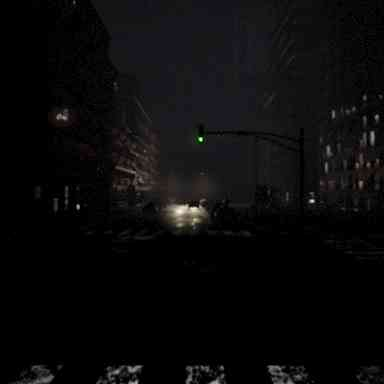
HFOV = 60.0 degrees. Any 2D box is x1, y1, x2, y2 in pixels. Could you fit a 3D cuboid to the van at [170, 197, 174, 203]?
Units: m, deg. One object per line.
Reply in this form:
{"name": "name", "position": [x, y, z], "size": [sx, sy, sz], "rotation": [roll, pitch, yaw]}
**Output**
{"name": "van", "position": [-5.432, 2.209, 72.762], "size": [1.690, 1.788, 3.998], "rotation": [-1, -1, 0]}

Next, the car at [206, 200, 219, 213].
{"name": "car", "position": [2.770, 1.850, 33.243], "size": [1.967, 1.590, 4.097], "rotation": [-1, -1, 0]}

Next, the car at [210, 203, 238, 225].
{"name": "car", "position": [2.751, 1.887, 27.596], "size": [1.887, 1.381, 4.507], "rotation": [-1, -1, 0]}

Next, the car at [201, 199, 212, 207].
{"name": "car", "position": [2.902, 2.241, 67.115], "size": [1.967, 1.590, 4.097], "rotation": [-1, -1, 0]}

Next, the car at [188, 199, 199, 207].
{"name": "car", "position": [0.282, 2.326, 68.715], "size": [2.128, 1.511, 4.902], "rotation": [0, -1, 0]}

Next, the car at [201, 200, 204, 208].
{"name": "car", "position": [2.834, 2.154, 50.178], "size": [1.887, 1.381, 4.507], "rotation": [-1, -1, 0]}

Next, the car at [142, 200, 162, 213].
{"name": "car", "position": [-5.534, 2.114, 44.530], "size": [1.947, 1.339, 4.313], "rotation": [-1, -1, 0]}

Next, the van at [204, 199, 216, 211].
{"name": "van", "position": [2.810, 1.884, 44.535], "size": [1.690, 1.788, 3.998], "rotation": [-1, -1, 0]}

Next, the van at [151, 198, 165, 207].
{"name": "van", "position": [-5.517, 1.955, 50.178], "size": [1.690, 1.788, 3.998], "rotation": [-1, -1, 0]}

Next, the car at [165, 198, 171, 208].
{"name": "car", "position": [-5.472, 2.288, 61.467], "size": [1.887, 1.381, 4.507], "rotation": [-1, -1, 0]}

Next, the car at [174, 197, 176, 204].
{"name": "car", "position": [-5.369, 2.364, 89.700], "size": [2.192, 1.841, 5.009], "rotation": [-1, -1, 0]}

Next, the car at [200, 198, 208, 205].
{"name": "car", "position": [2.995, 2.424, 84.052], "size": [1.967, 1.590, 4.097], "rotation": [-1, -1, 0]}

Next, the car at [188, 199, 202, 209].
{"name": "car", "position": [0.319, 2.211, 58.514], "size": [1.837, 1.490, 4.892], "rotation": [0, -1, 0]}
